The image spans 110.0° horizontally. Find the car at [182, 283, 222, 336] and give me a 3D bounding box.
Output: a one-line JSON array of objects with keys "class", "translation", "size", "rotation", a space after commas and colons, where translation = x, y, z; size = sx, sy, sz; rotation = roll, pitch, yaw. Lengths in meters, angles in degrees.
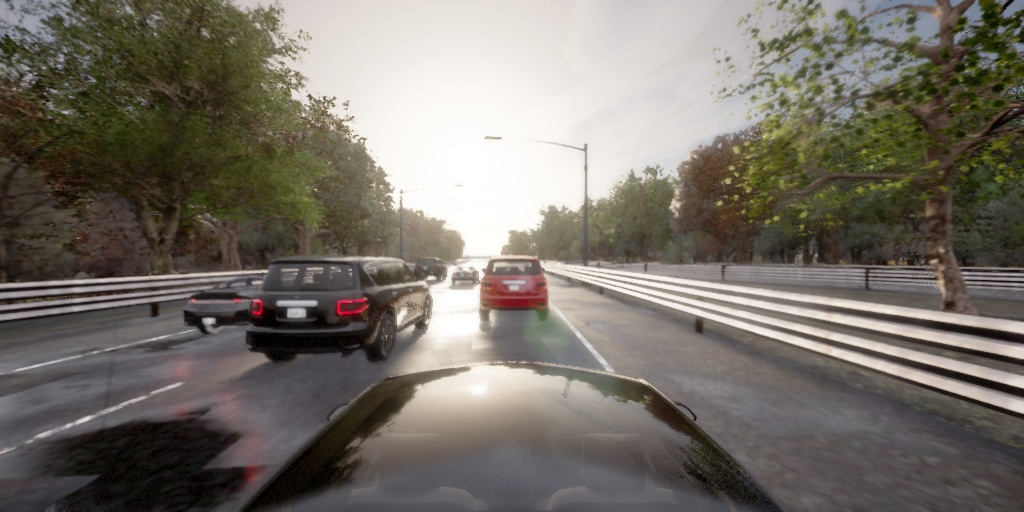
[{"class": "car", "translation": [-6.954, 1.291, 10.654], "size": [2.128, 1.511, 4.902], "rotation": [0, 0, 0]}]

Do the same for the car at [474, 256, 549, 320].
[{"class": "car", "translation": [0.046, 1.031, 13.011], "size": [2.150, 2.045, 5.566], "rotation": [0, 0, 0]}]

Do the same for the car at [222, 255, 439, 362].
[{"class": "car", "translation": [-3.446, 1.009, 8.418], "size": [2.150, 2.045, 5.566], "rotation": [0, 0, 0]}]

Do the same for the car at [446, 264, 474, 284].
[{"class": "car", "translation": [-3.663, 1.454, 28.683], "size": [2.033, 1.411, 5.357], "rotation": [0, 0, -1]}]

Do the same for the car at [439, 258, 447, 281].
[{"class": "car", "translation": [-7.234, 1.154, 32.467], "size": [2.150, 2.045, 5.566], "rotation": [0, 0, -1]}]
